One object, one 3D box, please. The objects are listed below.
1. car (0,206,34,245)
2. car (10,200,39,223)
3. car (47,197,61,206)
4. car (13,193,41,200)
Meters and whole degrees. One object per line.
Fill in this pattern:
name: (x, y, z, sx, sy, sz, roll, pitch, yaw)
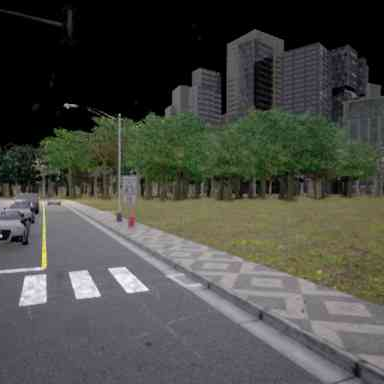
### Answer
car: (-8.278, 1.528, 14.695, 1.994, 1.385, 4.181, 0, 0, -24)
car: (-12.295, 1.508, 23.761, 1.994, 1.385, 4.181, 0, 0, -24)
car: (-21.603, 1.474, 52.031, 1.895, 1.301, 4.718, 0, 0, -24)
car: (-16.607, 1.141, 33.560, 2.150, 2.045, 5.566, 0, 0, -24)
